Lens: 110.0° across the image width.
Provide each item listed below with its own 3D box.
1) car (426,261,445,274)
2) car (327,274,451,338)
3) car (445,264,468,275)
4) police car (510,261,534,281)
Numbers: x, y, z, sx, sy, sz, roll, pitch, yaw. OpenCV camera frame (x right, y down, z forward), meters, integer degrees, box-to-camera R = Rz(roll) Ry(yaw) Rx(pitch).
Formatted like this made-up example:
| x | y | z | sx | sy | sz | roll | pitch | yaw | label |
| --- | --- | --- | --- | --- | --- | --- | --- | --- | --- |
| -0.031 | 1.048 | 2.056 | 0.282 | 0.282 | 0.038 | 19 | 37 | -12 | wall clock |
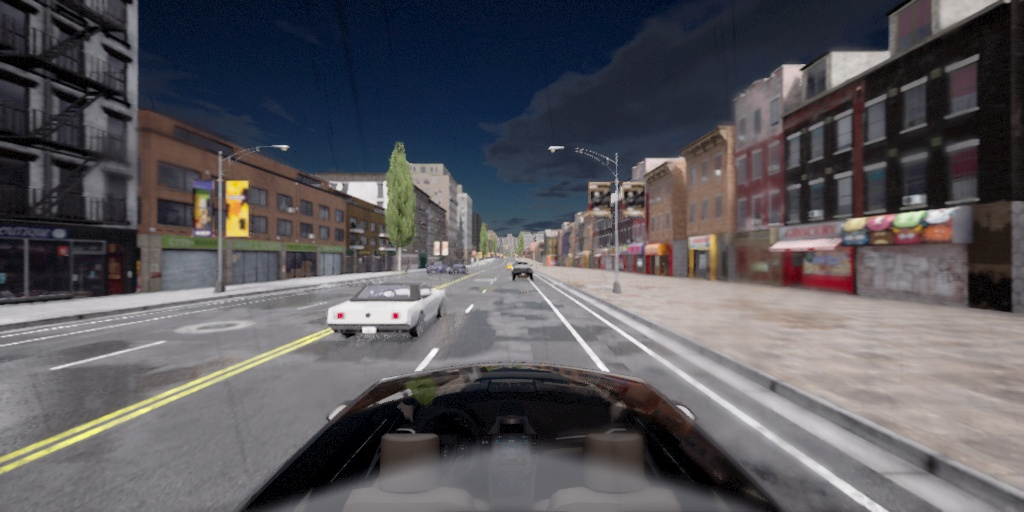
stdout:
| x | y | z | sx | sy | sz | roll | pitch | yaw | label |
| --- | --- | --- | --- | --- | --- | --- | --- | --- | --- |
| -9.825 | 1.490 | 47.279 | 2.097 | 1.767 | 4.553 | 0 | -1 | 0 | car |
| -3.154 | 1.358 | 10.157 | 1.895 | 1.301 | 4.718 | 0 | 0 | 0 | car |
| -6.585 | 1.663 | 44.138 | 1.994 | 1.385 | 4.181 | 0 | -1 | 0 | car |
| 0.971 | 1.399 | 33.622 | 1.930 | 1.638 | 5.238 | 0 | -1 | 0 | police car |
